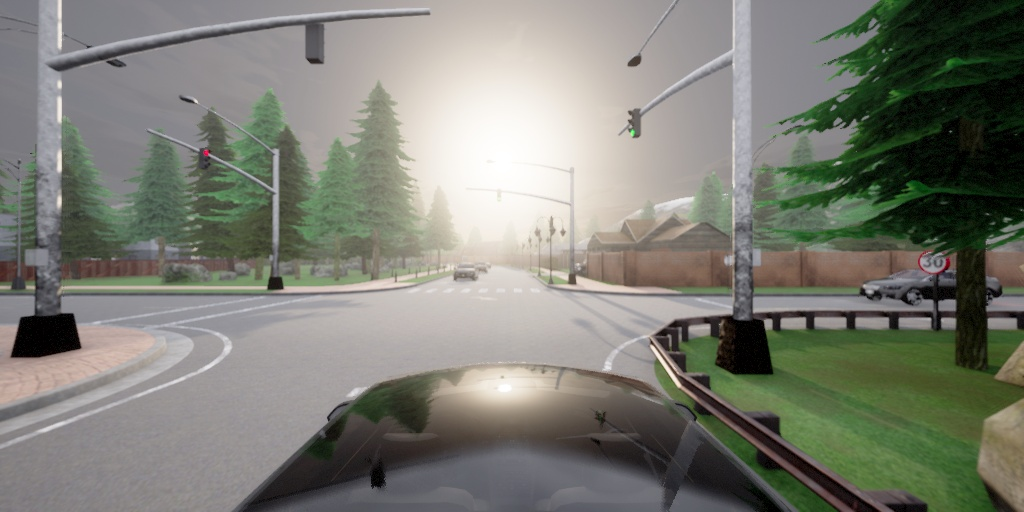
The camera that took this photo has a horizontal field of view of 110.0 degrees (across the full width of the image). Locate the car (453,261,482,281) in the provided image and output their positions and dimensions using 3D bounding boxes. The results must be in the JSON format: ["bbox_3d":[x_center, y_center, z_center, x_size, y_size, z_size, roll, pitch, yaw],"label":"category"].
[{"bbox_3d":[-4.048,1.398,31.928,1.837,1.490,4.892,0,-1,0],"label":"car"}]

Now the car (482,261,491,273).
[{"bbox_3d":[-4.184,1.483,47.119,1.837,1.490,4.892,0,0,-1],"label":"car"}]

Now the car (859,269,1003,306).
[{"bbox_3d":[18.126,1.306,15.683,4.902,1.511,2.128,0,0,1],"label":"car"}]
